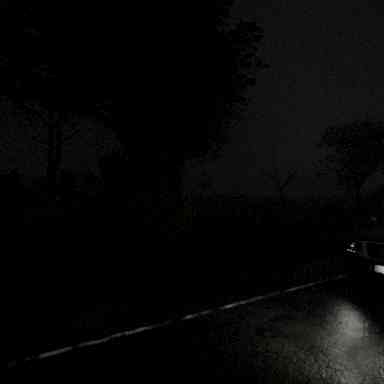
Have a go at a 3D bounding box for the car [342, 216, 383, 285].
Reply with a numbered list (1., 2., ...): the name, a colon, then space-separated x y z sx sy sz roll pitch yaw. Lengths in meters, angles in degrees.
1. car: 6.108 1.219 8.354 5.566 2.045 2.150 0 0 -36
